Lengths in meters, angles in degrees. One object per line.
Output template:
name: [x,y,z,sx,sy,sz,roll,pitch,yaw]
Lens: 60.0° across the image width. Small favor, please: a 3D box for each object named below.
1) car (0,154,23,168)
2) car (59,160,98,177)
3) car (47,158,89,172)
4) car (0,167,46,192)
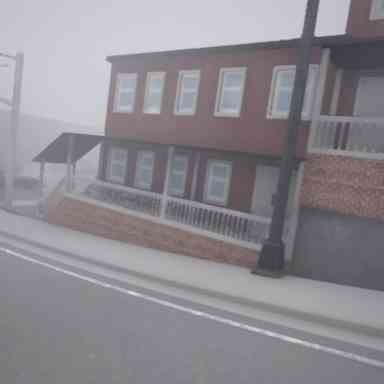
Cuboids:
car: [-19.084,-2.773,32.593,2.097,1.767,4.553,12,7,35]
car: [-13.163,-2.630,40.877,2.128,1.511,4.902,12,7,35]
car: [-15.757,-3.472,43.107,2.150,2.045,5.566,12,7,35]
car: [-12.885,-0.793,23.446,1.895,1.301,4.718,12,7,36]
